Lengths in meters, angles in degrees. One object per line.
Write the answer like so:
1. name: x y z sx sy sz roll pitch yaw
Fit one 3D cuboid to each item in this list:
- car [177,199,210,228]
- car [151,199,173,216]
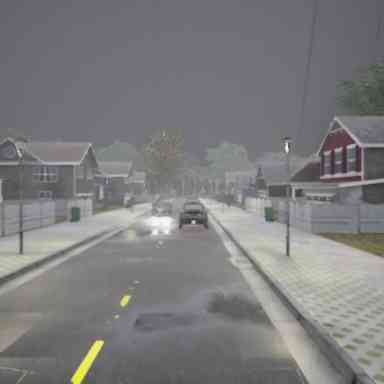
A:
1. car: 0.092 1.487 21.737 1.837 1.490 4.892 0 1 0
2. car: -2.852 1.469 32.440 2.128 1.511 4.902 0 0 0
